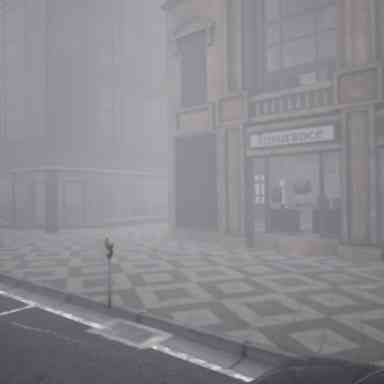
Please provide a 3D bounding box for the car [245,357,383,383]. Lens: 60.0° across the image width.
[{"bbox_3d":[2.017,1.561,1.417,4.313,1.339,1.947,0,-1,36],"label":"car"}]
